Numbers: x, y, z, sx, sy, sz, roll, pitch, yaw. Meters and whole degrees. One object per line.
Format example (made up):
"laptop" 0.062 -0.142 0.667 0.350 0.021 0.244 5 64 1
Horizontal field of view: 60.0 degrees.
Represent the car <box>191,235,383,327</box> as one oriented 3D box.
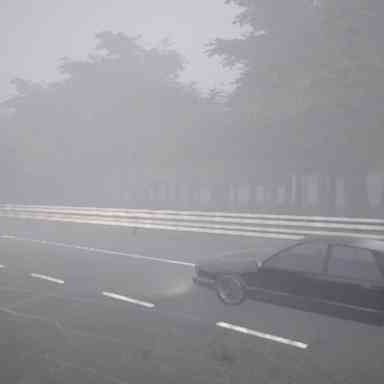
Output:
"car" 2.598 1.549 6.315 5.357 1.411 2.033 0 0 36
